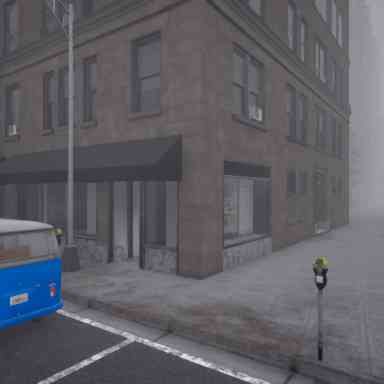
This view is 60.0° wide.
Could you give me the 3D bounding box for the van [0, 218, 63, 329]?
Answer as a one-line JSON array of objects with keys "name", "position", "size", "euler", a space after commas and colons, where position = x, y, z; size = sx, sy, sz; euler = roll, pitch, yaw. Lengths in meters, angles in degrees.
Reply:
[{"name": "van", "position": [-4.055, 1.340, 5.973], "size": [3.998, 1.788, 1.690], "euler": [0, 0, 36]}]
